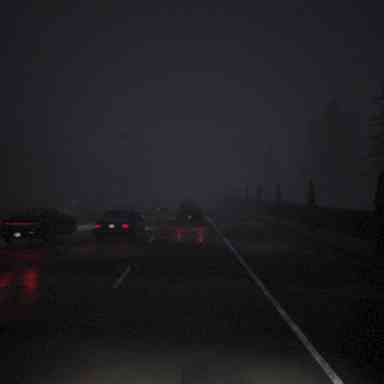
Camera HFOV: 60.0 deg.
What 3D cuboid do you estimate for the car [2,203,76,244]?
[{"bbox_3d":[-7.085,1.520,15.926,2.128,1.511,4.902,0,0,-1],"label":"car"}]

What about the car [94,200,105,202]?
[{"bbox_3d":[-14.718,1.299,54.562,2.150,2.045,5.566,0,0,0],"label":"car"}]

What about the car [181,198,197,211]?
[{"bbox_3d":[-0.400,1.514,41.988,1.882,1.535,5.008,0,0,-1],"label":"car"}]

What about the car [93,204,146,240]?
[{"bbox_3d":[-3.595,1.570,17.222,2.033,1.411,5.357,0,0,-1],"label":"car"}]

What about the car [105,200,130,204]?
[{"bbox_3d":[-7.308,1.646,34.636,1.895,1.301,4.718,0,0,-1],"label":"car"}]

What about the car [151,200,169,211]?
[{"bbox_3d":[-3.883,1.643,40.802,1.895,1.301,4.718,0,0,-1],"label":"car"}]

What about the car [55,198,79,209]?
[{"bbox_3d":[-18.160,1.605,48.590,1.812,1.442,4.674,0,0,0],"label":"car"}]

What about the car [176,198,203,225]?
[{"bbox_3d":[-0.186,1.499,24.582,1.882,1.535,5.008,0,0,-1],"label":"car"}]
